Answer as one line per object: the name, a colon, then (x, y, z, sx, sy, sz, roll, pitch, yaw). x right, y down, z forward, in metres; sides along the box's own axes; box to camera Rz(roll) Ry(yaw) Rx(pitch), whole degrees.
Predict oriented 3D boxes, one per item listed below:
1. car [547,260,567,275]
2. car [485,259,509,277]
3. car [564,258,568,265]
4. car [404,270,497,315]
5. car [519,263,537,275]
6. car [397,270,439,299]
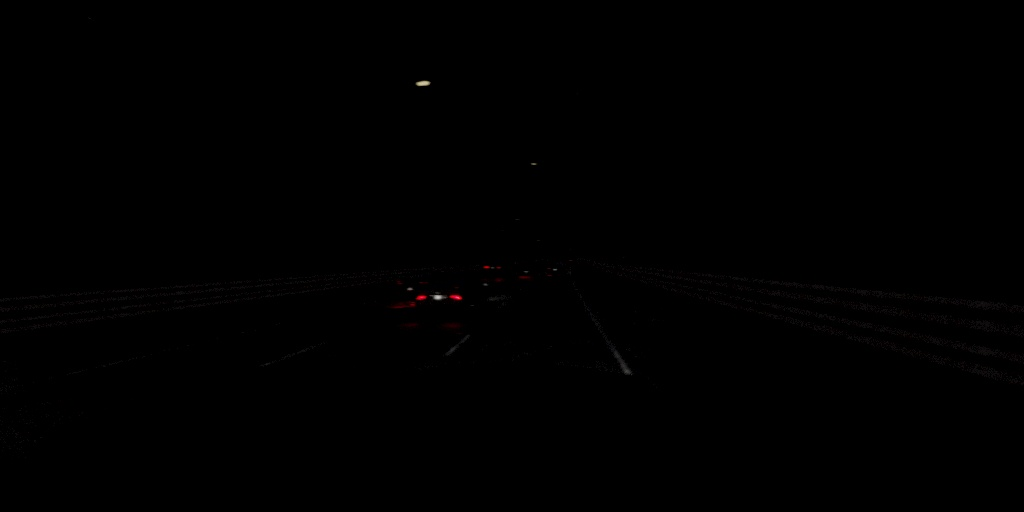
car: (5.468, 1.606, 44.857, 1.994, 1.385, 4.181, -2, -1, 9)
car: (-1.780, 1.432, 43.363, 2.150, 2.045, 5.566, -2, 0, 9)
car: (7.471, 1.575, 57.204, 1.882, 1.535, 5.008, -2, -1, 10)
car: (-2.211, 1.486, 14.728, 2.033, 1.411, 5.357, -2, -1, 7)
car: (2.043, 1.633, 45.033, 1.837, 1.490, 4.892, -2, 0, 9)
car: (-4.935, 1.549, 20.884, 1.882, 1.535, 5.008, -2, 0, 7)
